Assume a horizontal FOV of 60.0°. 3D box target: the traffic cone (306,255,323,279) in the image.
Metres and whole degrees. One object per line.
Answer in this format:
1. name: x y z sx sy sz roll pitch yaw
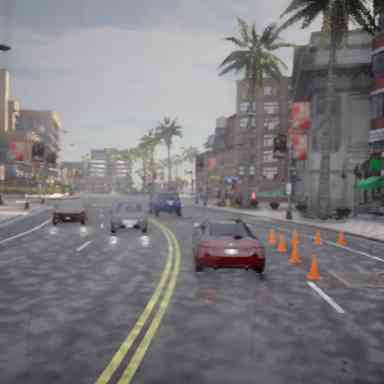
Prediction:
1. traffic cone: 3.232 1.960 8.790 0.340 0.580 0.340 1 0 3

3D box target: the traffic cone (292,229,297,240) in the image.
1. traffic cone: 4.560 1.950 14.726 0.340 0.580 0.340 1 0 3

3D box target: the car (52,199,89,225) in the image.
1. car: -7.807 1.224 21.717 1.882 1.535 5.008 1 0 -14

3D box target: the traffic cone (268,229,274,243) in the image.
1. traffic cone: 3.562 1.933 14.781 0.340 0.580 0.340 1 0 3

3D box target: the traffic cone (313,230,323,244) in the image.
1. traffic cone: 5.558 1.967 14.672 0.340 0.580 0.340 1 0 3

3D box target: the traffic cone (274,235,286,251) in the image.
1. traffic cone: 3.452 1.942 12.784 0.340 0.580 0.340 1 0 3

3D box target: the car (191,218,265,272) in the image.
1. car: 1.010 1.521 10.717 1.994 1.385 4.181 1 0 -1

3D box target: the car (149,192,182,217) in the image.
1. car: -2.444 1.016 29.376 2.150 2.045 5.566 1 0 -15

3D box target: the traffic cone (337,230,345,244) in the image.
1. traffic cone: 6.557 1.984 14.617 0.340 0.580 0.340 1 0 3

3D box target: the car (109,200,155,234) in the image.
1. car: -3.464 1.330 18.291 2.128 1.511 4.902 1 0 -12

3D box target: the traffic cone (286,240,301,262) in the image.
1. traffic cone: 3.342 1.951 10.787 0.340 0.580 0.340 1 0 3
